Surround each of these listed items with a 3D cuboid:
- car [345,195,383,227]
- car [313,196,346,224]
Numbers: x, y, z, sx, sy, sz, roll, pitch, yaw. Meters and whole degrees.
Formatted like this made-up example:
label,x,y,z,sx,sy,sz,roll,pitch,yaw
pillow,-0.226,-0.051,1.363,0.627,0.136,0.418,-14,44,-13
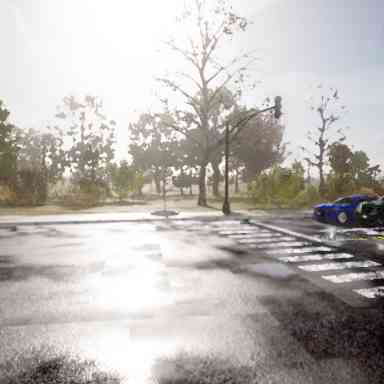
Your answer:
label,x,y,z,sx,sy,sz,roll,pitch,yaw
car,10.911,0.812,16.577,5.566,2.045,2.150,0,2,-15
car,9.566,0.937,19.601,5.008,1.535,1.882,0,2,-17
